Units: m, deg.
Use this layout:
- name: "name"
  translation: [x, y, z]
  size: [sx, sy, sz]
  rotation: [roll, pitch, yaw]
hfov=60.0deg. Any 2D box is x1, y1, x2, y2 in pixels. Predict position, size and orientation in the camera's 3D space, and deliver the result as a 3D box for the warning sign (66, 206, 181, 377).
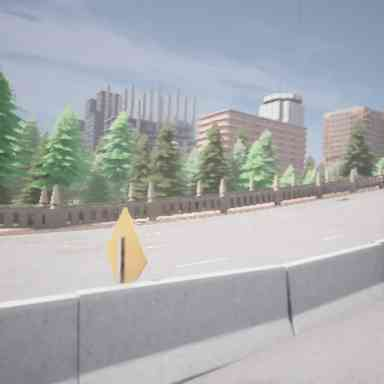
- name: "warning sign"
  translation: [-0.958, 1.132, 4.515]
  size: [1.060, 1.860, 1.300]
  rotation: [3, -4, -35]
